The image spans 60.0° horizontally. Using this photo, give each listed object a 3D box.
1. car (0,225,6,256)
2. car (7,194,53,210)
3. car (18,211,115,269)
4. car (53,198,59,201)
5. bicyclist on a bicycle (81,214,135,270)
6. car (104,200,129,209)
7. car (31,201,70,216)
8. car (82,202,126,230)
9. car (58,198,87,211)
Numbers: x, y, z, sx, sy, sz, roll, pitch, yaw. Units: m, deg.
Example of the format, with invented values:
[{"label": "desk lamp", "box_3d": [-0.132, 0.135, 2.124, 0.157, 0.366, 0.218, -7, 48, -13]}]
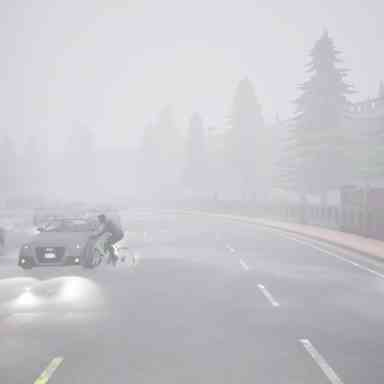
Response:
[{"label": "car", "box_3d": [-7.424, 1.505, 9.899, 1.837, 1.490, 4.892, 0, 0, -3]}, {"label": "car", "box_3d": [-20.911, 1.221, 42.319, 5.566, 2.045, 2.150, 0, 0, 22]}, {"label": "car", "box_3d": [-4.015, 1.563, 11.057, 1.994, 1.385, 4.181, 0, 0, -4]}, {"label": "car", "box_3d": [-18.035, 1.526, 44.855, 4.674, 1.442, 1.812, 0, 0, 23]}, {"label": "bicyclist on a bicycle", "box_3d": [-2.468, 1.467, 9.625, 1.656, 1.620, 0.582, 2, 1, -2]}, {"label": "car", "box_3d": [-9.637, 1.601, 39.239, 4.718, 1.301, 1.895, 0, 0, 41]}, {"label": "car", "box_3d": [-10.041, 1.564, 23.377, 1.994, 1.385, 4.181, 0, 0, -26]}, {"label": "car", "box_3d": [-5.619, 1.564, 20.824, 1.994, 1.385, 4.181, 0, 0, -20]}, {"label": "car", "box_3d": [-10.103, 1.505, 29.650, 1.837, 1.490, 4.892, 0, 0, -35]}]
